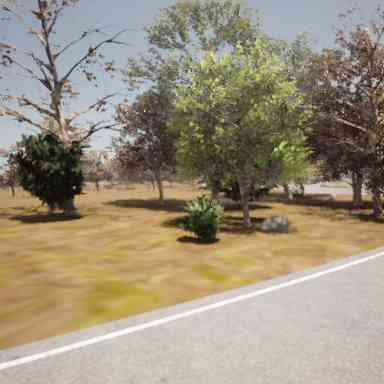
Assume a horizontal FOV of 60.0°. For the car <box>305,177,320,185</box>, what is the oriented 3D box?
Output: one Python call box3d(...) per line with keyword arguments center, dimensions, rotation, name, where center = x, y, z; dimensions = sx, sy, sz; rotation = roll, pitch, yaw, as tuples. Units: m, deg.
box3d(center=(25.372, -2.351, 69.431), dimensions=(2.033, 1.411, 5.357), rotation=(-2, 4, 35), name="car")
